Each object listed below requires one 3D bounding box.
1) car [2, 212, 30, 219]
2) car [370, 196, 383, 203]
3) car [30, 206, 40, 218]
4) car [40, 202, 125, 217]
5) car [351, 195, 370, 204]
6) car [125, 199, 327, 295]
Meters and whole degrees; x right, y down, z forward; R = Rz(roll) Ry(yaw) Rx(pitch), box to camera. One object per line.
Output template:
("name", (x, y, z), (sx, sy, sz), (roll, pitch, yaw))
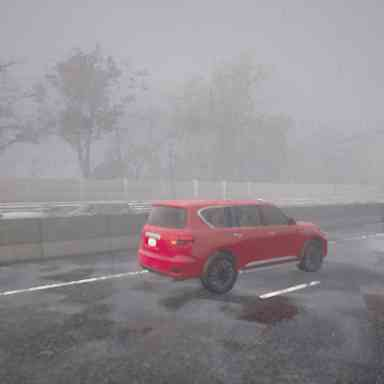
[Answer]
("car", (-10.176, 1.592, 22.527), (4.718, 1.301, 1.895), (0, 0, -35))
("car", (26.383, 1.481, 44.258), (5.357, 1.411, 2.033), (0, 0, -35))
("car", (-7.271, 1.553, 20.299), (4.181, 1.385, 1.994), (0, 0, -35))
("car", (-5.174, 1.340, 17.493), (4.553, 1.767, 2.097), (0, 0, -35))
("car", (24.527, 1.285, 47.219), (4.553, 1.767, 2.097), (0, 0, -35))
("car", (1.297, 1.208, 8.972), (5.566, 2.045, 2.150), (0, 0, -35))
